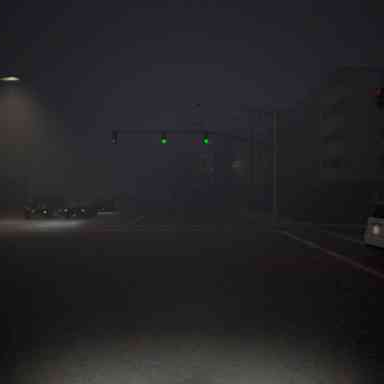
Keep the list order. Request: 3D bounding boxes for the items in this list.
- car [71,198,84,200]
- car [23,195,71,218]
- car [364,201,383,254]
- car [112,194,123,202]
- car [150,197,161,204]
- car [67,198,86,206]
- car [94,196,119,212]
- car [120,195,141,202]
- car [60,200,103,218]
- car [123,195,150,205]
[{"bbox_3d":[-14.079,1.569,41.328,1.812,1.442,4.674,0,0,-10],"label":"car"},{"bbox_3d":[-13.444,1.269,30.784,2.150,2.045,5.566,0,0,-1],"label":"car"},{"bbox_3d":[8.625,1.278,10.840,5.566,2.045,2.150,0,-1,-2],"label":"car"},{"bbox_3d":[-16.064,1.278,69.050,2.097,1.767,4.553,0,0,-45],"label":"car"},{"bbox_3d":[-7.737,1.636,63.952,1.895,1.301,4.718,0,0,-32],"label":"car"},{"bbox_3d":[-19.658,1.638,56.512,1.895,1.301,4.718,0,0,-32],"label":"car"},{"bbox_3d":[-10.371,1.592,40.119,2.033,1.411,5.357,0,0,-7],"label":"car"},{"bbox_3d":[-13.172,1.406,71.083,2.128,1.511,4.902,0,0,-45],"label":"car"},{"bbox_3d":[-9.948,1.649,30.291,1.895,1.301,4.718,0,0,0],"label":"car"},{"bbox_3d":[-10.374,1.584,61.587,2.033,1.411,5.357,0,0,-32],"label":"car"}]
